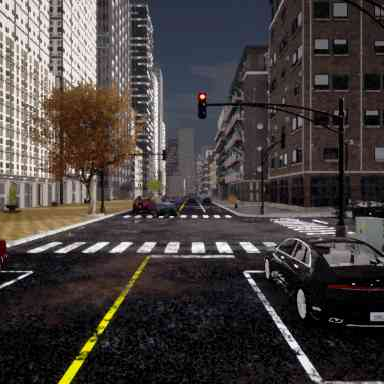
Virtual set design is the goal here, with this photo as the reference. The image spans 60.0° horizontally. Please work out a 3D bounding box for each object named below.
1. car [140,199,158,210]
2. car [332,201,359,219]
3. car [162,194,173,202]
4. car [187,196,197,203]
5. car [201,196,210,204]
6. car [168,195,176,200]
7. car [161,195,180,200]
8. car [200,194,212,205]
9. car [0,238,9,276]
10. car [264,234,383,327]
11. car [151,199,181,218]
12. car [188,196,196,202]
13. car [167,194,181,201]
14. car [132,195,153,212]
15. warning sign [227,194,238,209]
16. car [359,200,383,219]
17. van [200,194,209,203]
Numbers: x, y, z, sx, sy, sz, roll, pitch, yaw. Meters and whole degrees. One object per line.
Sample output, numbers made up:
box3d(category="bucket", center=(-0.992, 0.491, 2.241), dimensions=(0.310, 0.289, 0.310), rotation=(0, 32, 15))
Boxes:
box3d(category="car", center=(-5.710, 1.592, 44.853), dimensions=(1.947, 1.339, 4.313), rotation=(0, 0, 0))
box3d(category="car", center=(13.414, 1.350, 26.355), dimensions=(4.403, 1.369, 2.008), rotation=(-1, 1, -1))
box3d(category="car", center=(-5.724, 1.386, 77.990), dimensions=(2.192, 1.841, 5.009), rotation=(0, 0, 0))
box3d(category="car", center=(0.071, 1.617, 67.513), dimensions=(1.994, 1.385, 4.181), rotation=(0, 0, 0))
box3d(category="car", center=(2.662, 1.578, 67.117), dimensions=(1.752, 1.417, 4.829), rotation=(0, 0, 0))
box3d(category="car", center=(-5.730, 1.654, 94.558), dimensions=(2.008, 1.369, 4.403), rotation=(0, 0, 0))
box3d(category="car", center=(-3.116, 1.518, 45.359), dimensions=(2.128, 1.511, 4.902), rotation=(0, 0, 0))
box3d(category="car", center=(2.664, 1.611, 61.424), dimensions=(1.947, 1.339, 4.313), rotation=(0, 0, 0))
box3d(category="car", center=(-5.695, 1.545, 6.942), dimensions=(1.887, 1.381, 4.507), rotation=(0, 0, 0))
box3d(category="car", center=(2.685, 1.551, 6.945), dimensions=(2.008, 1.369, 4.403), rotation=(0, 0, 0))
box3d(category="car", center=(-2.450, 1.613, 30.125), dimensions=(1.895, 1.301, 4.718), rotation=(0, 0, -9))
box3d(category="car", center=(-0.032, 1.625, 78.883), dimensions=(1.994, 1.385, 4.181), rotation=(0, 0, 0))
box3d(category="car", center=(-3.086, 1.397, 62.632), dimensions=(2.097, 1.767, 4.553), rotation=(0, 0, 0))
box3d(category="car", center=(-5.709, 1.336, 39.330), dimensions=(2.192, 1.841, 5.009), rotation=(0, 0, 0))
box3d(category="warning sign", center=(5.052, 1.139, 41.459), dimensions=(1.300, 1.860, 1.060), rotation=(0, 0, 0))
box3d(category="car", center=(14.727, 1.345, 23.789), dimensions=(4.181, 1.385, 1.994), rotation=(-1, 0, -1))
box3d(category="van", center=(2.659, 1.402, 72.471), dimensions=(1.690, 1.788, 3.998), rotation=(0, 0, 0))
